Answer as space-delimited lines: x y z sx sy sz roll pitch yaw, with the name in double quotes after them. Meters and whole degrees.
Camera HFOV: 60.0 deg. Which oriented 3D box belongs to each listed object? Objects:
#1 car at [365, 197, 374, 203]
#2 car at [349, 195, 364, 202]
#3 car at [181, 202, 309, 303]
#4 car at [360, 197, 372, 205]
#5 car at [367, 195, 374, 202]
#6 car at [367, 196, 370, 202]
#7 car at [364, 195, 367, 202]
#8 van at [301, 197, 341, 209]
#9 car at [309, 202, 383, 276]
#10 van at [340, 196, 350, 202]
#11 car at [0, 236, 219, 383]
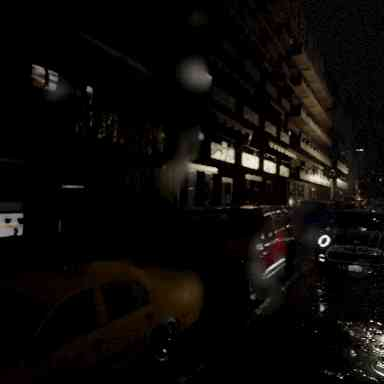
42.848 1.823 80.340 1.802 1.307 4.206 2 1 30 "car"
15.128 1.332 32.482 2.192 1.841 5.009 2 1 30 "car"
1.265 1.283 8.557 2.192 1.841 5.009 2 1 30 "car"
34.530 1.698 65.982 1.887 1.381 4.507 2 1 30 "car"
31.764 1.443 61.193 2.192 1.841 5.009 2 1 30 "car"
23.439 1.630 46.842 1.947 1.339 4.313 2 1 30 "car"
17.901 1.346 37.267 2.192 1.841 5.009 2 1 30 "car"
6.809 1.322 18.126 1.690 1.788 3.998 2 1 30 "van"
5.224 1.352 10.354 2.097 1.767 4.553 1 0 29 "car"
9.582 1.333 22.913 1.690 1.788 3.998 2 1 30 "van"
-1.601 1.489 3.628 1.752 1.417 4.829 2 1 30 "car"
